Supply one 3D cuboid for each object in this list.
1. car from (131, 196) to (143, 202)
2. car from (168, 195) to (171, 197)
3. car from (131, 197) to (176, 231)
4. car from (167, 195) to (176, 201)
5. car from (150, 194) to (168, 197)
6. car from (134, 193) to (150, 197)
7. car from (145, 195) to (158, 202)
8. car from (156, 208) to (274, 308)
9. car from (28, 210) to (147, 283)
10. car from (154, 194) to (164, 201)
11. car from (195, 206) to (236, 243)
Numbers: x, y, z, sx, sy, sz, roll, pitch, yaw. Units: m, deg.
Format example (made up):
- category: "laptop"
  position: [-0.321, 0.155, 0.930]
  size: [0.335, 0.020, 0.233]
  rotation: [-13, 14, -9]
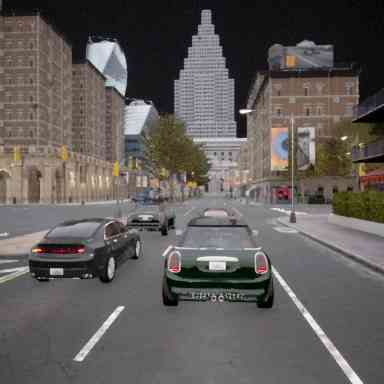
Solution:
- category: "car"
  position: [-12.865, 1.595, 78.121]
  size: [1.895, 1.301, 4.718]
  rotation: [0, 0, 4]
- category: "car"
  position: [-6.110, 1.595, 77.961]
  size: [1.895, 1.301, 4.718]
  rotation: [0, 0, 4]
- category: "car"
  position: [-2.173, 1.352, 18.708]
  size: [2.097, 1.767, 4.553]
  rotation: [0, 0, 4]
- category: "car"
  position: [-5.413, 1.553, 87.837]
  size: [1.994, 1.385, 4.181]
  rotation: [0, 0, 4]
- category: "car"
  position: [-6.795, 1.478, 68.290]
  size: [1.882, 1.535, 5.008]
  rotation: [0, 0, 4]
- category: "car"
  position: [-10.251, 1.225, 69.000]
  size: [2.150, 2.045, 5.566]
  rotation: [0, 0, 4]
- category: "car"
  position: [-9.539, 1.540, 79.093]
  size: [2.033, 1.411, 5.357]
  rotation: [0, 0, 4]
- category: "car"
  position: [0.606, 1.352, 8.124]
  size: [2.097, 1.767, 4.553]
  rotation: [0, 0, 4]
- category: "car"
  position: [-2.812, 1.505, 9.732]
  size: [1.837, 1.490, 4.892]
  rotation: [0, 0, 4]
- category: "car"
  position: [-8.835, 1.355, 89.060]
  size: [2.097, 1.767, 4.553]
  rotation: [0, 0, 4]
- category: "car"
  position: [1.242, 1.526, 17.147]
  size: [1.812, 1.442, 4.674]
  rotation: [0, 0, 5]
